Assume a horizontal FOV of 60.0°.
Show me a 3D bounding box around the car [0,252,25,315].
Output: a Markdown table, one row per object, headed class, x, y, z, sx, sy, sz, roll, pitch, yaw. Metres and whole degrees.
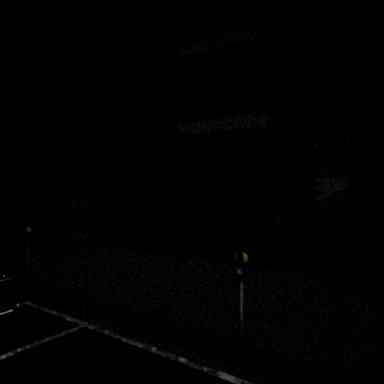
| class | x | y | z | sx | sy | sz | roll | pitch | yaw |
| --- | --- | --- | --- | --- | --- | --- | --- | --- | --- |
| car | -4.873 | 1.533 | 6.278 | 4.403 | 1.369 | 2.008 | 0 | 0 | 35 |
